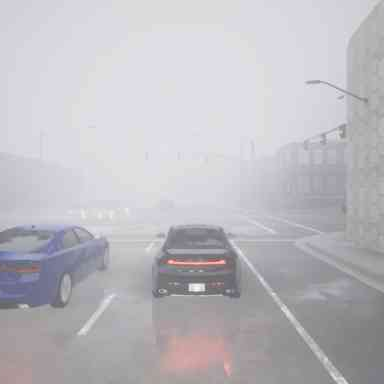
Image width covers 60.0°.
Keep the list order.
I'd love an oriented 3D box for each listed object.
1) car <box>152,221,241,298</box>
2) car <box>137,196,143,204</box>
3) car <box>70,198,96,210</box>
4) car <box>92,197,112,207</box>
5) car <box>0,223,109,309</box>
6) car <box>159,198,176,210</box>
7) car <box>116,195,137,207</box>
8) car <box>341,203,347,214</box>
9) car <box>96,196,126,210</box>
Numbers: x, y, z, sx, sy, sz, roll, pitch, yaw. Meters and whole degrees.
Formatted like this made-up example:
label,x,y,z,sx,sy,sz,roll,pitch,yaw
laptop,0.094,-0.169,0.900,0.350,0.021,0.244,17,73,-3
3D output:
label,x,y,z,sx,sy,sz,roll,pitch,yaw
car,0.104,1.505,8.525,1.837,1.490,4.892,0,0,0
car,-10.373,1.526,62.522,1.812,1.442,4.674,0,0,0
car,-13.970,1.526,42.625,1.812,1.442,4.674,0,0,1
car,-13.936,1.526,51.725,1.812,1.442,4.674,0,0,0
car,-3.401,1.478,7.979,1.882,1.535,5.008,0,0,0
car,-3.248,1.477,43.920,1.882,1.535,5.008,0,0,0
car,-10.434,1.599,52.367,1.895,1.301,4.718,0,0,0
car,14.997,1.015,27.568,5.008,1.535,1.882,-5,0,0
car,-10.478,1.601,43.206,1.895,1.301,4.718,0,0,3
